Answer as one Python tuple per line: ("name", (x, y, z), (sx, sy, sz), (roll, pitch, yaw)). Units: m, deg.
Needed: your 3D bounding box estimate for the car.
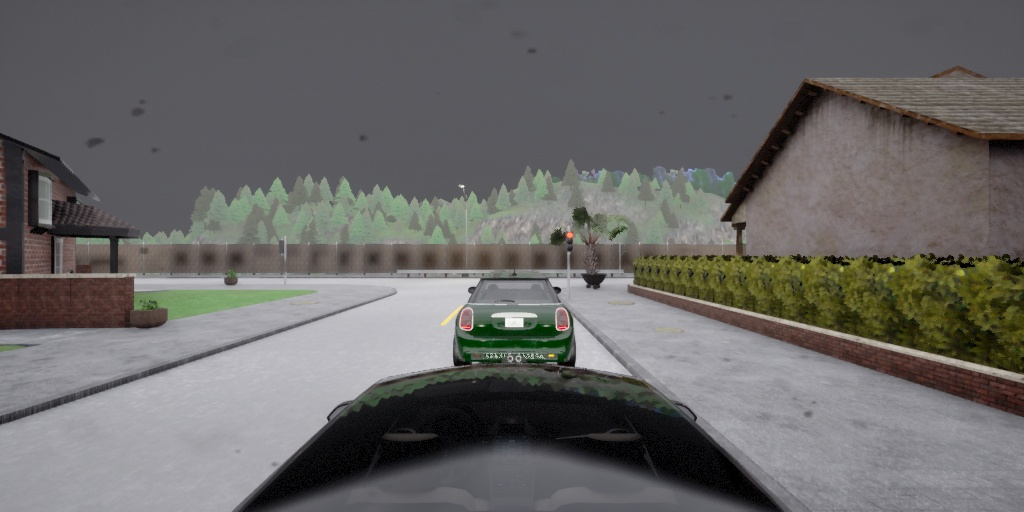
("car", (0.057, 1.102, 7.953), (2.097, 1.767, 4.553), (0, 0, 0))
